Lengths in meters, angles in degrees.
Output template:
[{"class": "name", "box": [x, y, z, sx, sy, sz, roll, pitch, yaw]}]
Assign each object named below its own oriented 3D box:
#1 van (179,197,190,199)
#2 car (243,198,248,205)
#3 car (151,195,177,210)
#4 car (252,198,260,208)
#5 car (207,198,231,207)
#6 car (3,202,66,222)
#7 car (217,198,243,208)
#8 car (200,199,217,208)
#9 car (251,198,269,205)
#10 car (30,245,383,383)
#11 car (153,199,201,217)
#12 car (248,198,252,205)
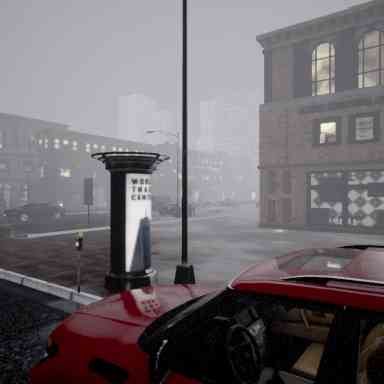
[{"class": "van", "box": [-1.828, 1.518, 46.784, 1.690, 1.788, 3.998, 0, 0, 36]}, {"class": "car", "box": [7.815, 1.815, 60.268, 2.008, 1.369, 4.403, 0, -1, 36]}, {"class": "car", "box": [-4.575, 1.359, 38.481, 2.150, 2.045, 5.566, 0, 0, 36]}, {"class": "car", "box": [11.417, 1.676, 50.900, 1.967, 1.590, 4.097, 0, -1, 36]}, {"class": "car", "box": [4.501, 1.759, 55.635, 1.752, 1.417, 4.829, 0, -1, 36]}, {"class": "car", "box": [-12.731, 1.578, 27.114, 1.837, 1.490, 4.892, 0, 0, 34]}, {"class": "car", "box": [5.516, 1.715, 52.474, 2.128, 1.511, 4.902, 0, 0, 36]}, {"class": "car", "box": [1.386, 1.756, 51.278, 2.008, 1.369, 4.403, 0, 0, 36]}, {"class": "car", "box": [14.243, 1.876, 69.259, 2.008, 1.369, 4.403, 0, -1, 36]}, {"class": "car", "box": [1.033, 1.315, 2.138, 5.009, 1.841, 2.192, 0, 0, 36]}, {"class": "car", "box": [-1.396, 1.669, 32.890, 1.887, 1.381, 4.507, 0, 0, 36]}, {"class": "car", "box": [11.029, 1.845, 64.763, 2.008, 1.369, 4.403, 0, -1, 36]}]
